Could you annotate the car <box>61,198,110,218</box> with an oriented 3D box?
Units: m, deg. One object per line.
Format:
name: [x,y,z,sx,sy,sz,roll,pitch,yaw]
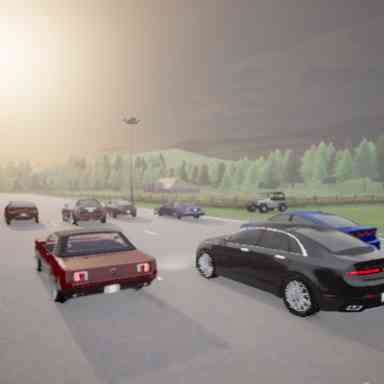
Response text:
car: [-7.459,1.170,22.635,2.097,1.767,4.553,-1,1,-32]

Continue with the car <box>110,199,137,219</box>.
car: [-5.985,1.298,26.921,1.812,1.442,4.674,-1,1,-32]

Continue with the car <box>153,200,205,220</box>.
car: [-1.085,1.313,25.638,2.033,1.411,5.357,-1,1,-32]

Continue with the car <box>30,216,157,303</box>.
car: [-2.677,1.533,8.198,1.895,1.301,4.718,-1,1,-32]

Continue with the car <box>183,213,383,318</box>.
car: [1.882,1.426,7.466,1.837,1.490,4.892,-1,1,-32]

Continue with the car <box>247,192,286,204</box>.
car: [6.760,0.911,29.716,3.866,1.878,1.905,-1,1,-32]

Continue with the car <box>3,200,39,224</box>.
car: [-12.078,1.305,23.465,1.882,1.535,5.008,-1,1,-32]

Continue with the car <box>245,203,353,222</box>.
car: [3.623,1.356,11.315,1.882,1.535,5.008,-1,1,-32]
